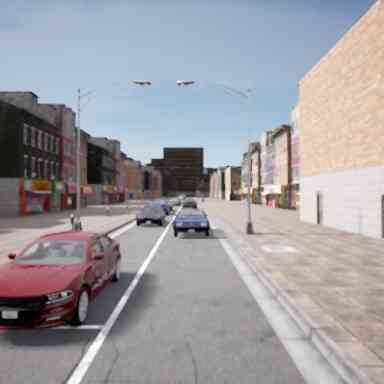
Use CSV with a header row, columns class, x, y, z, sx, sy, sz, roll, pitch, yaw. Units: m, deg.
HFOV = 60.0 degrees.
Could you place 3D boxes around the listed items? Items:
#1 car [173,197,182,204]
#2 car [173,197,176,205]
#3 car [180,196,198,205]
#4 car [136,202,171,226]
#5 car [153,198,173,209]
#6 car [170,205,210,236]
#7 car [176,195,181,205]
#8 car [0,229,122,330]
class,x,y,z,sx,sy,sz,roll,pitch,yaw
car,-3.214,1.784,72.868,1.752,1.417,4.829,0,0,0
car,-3.349,1.625,41.301,1.812,1.442,4.674,0,0,0
car,-0.244,1.604,43.126,1.837,1.490,4.892,0,-1,0
car,-2.813,1.607,23.594,1.947,1.339,4.313,0,0,0
car,-3.284,1.551,34.301,1.882,1.535,5.008,0,0,0
car,-0.041,1.626,18.597,1.895,1.301,4.718,0,0,0
car,-3.081,1.719,56.557,2.008,1.369,4.403,0,0,0
car,-2.679,1.556,7.114,1.887,1.381,4.507,1,0,0
